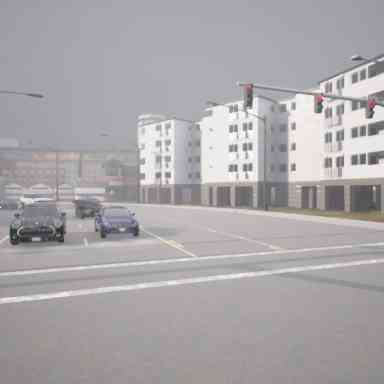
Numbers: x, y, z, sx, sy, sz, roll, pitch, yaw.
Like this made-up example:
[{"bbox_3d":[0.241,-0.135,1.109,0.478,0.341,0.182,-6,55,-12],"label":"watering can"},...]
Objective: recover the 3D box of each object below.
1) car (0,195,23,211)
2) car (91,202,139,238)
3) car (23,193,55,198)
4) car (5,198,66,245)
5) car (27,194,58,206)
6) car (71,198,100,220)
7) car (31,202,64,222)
[{"bbox_3d":[-22.451,1.257,39.244,4.553,1.767,2.097,0,0,38],"label":"car"},{"bbox_3d":[-4.130,1.505,17.819,1.812,1.442,4.674,0,0,-22],"label":"car"},{"bbox_3d":[-19.085,1.129,41.002,5.566,2.045,2.150,0,0,40],"label":"car"},{"bbox_3d":[-7.061,1.333,15.622,2.097,1.767,4.553,0,0,-19],"label":"car"},{"bbox_3d":[-23.531,1.225,52.352,4.553,1.767,2.097,0,0,25],"label":"car"},{"bbox_3d":[-8.497,1.513,27.893,1.994,1.385,4.181,0,0,-29],"label":"car"},{"bbox_3d":[-11.764,1.549,26.837,1.895,1.301,4.718,0,0,-30],"label":"car"}]
